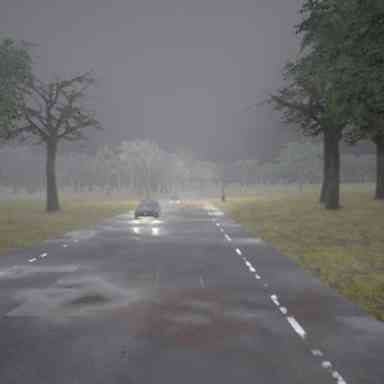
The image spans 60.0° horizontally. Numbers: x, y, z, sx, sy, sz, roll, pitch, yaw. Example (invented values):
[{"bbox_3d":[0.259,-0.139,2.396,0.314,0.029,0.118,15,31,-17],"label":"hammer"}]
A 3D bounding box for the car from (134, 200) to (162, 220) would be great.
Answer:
[{"bbox_3d":[-3.600,1.438,27.768,1.837,1.490,4.892,0,0,0],"label":"car"}]

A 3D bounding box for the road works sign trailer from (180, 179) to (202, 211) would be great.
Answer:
[{"bbox_3d":[-0.006,0.314,39.104,2.380,3.560,2.880,0,1,0],"label":"road works sign trailer"}]

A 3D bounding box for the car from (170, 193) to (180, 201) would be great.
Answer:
[{"bbox_3d":[-3.509,1.024,69.067,1.837,1.490,4.892,0,1,0],"label":"car"}]
